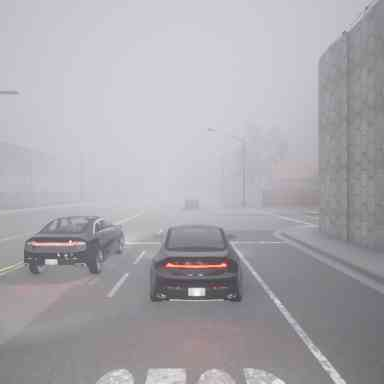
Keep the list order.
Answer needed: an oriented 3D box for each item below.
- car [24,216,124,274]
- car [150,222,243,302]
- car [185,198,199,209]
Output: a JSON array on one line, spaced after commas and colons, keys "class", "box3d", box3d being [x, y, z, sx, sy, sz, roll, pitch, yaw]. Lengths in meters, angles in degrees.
[{"class": "car", "box3d": [-3.430, 1.492, 10.520, 2.128, 1.511, 4.902, 0, 0, 0]}, {"class": "car", "box3d": [0.078, 1.505, 8.252, 1.837, 1.490, 4.892, 0, 0, 0]}, {"class": "car", "box3d": [-0.026, 1.491, 44.230, 2.128, 1.511, 4.902, 0, 0, 0]}]
